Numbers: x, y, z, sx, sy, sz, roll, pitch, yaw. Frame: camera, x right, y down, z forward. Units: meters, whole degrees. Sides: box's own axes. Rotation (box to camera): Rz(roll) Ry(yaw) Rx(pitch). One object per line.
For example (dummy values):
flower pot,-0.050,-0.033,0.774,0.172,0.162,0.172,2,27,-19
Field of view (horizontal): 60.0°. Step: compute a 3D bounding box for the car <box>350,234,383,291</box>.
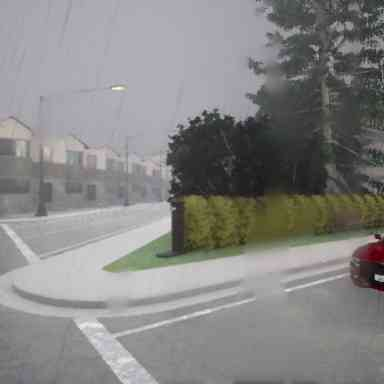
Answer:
car,5.861,1.480,8.175,5.008,1.535,1.882,0,0,-35
